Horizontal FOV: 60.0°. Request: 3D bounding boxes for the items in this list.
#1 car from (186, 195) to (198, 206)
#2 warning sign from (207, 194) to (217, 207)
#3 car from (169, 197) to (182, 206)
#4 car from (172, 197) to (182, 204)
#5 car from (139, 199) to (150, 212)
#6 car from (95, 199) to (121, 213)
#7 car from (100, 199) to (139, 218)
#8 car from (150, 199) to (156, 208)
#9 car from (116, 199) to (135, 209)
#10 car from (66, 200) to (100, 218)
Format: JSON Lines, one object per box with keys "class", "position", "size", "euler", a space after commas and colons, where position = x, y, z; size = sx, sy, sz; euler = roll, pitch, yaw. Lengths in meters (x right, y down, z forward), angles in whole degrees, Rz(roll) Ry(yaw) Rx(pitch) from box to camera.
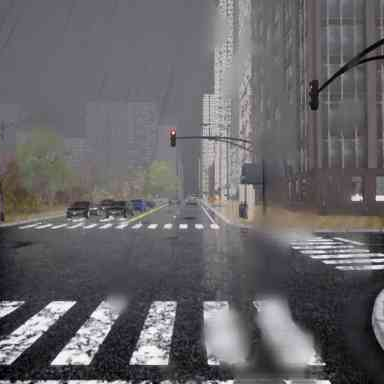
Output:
{"class": "car", "position": [0.006, 1.721, 58.932], "size": [2.033, 1.411, 5.357], "euler": [0, 0, 0]}
{"class": "warning sign", "position": [2.833, 1.227, 47.036], "size": [1.300, 1.860, 1.060], "euler": [-1, -2, 0]}
{"class": "car", "position": [-3.145, 1.673, 60.339], "size": [2.128, 1.511, 4.902], "euler": [0, 0, 0]}
{"class": "car", "position": [-3.188, 1.774, 70.600], "size": [1.812, 1.442, 4.674], "euler": [0, 0, 0]}
{"class": "car", "position": [-6.592, 1.559, 39.684], "size": [1.882, 1.535, 5.008], "euler": [0, 0, 0]}
{"class": "car", "position": [-9.841, 1.585, 39.441], "size": [1.837, 1.490, 4.892], "euler": [0, 0, 0]}
{"class": "car", "position": [-6.561, 1.557, 30.611], "size": [1.837, 1.490, 4.892], "euler": [0, 0, 2]}
{"class": "car", "position": [-6.585, 1.726, 49.861], "size": [1.895, 1.301, 4.718], "euler": [0, 0, 0]}
{"class": "car", "position": [-9.836, 1.723, 49.372], "size": [1.895, 1.301, 4.718], "euler": [0, 0, 0]}
{"class": "car", "position": [-9.841, 1.556, 30.260], "size": [1.837, 1.490, 4.892], "euler": [0, 0, 0]}
